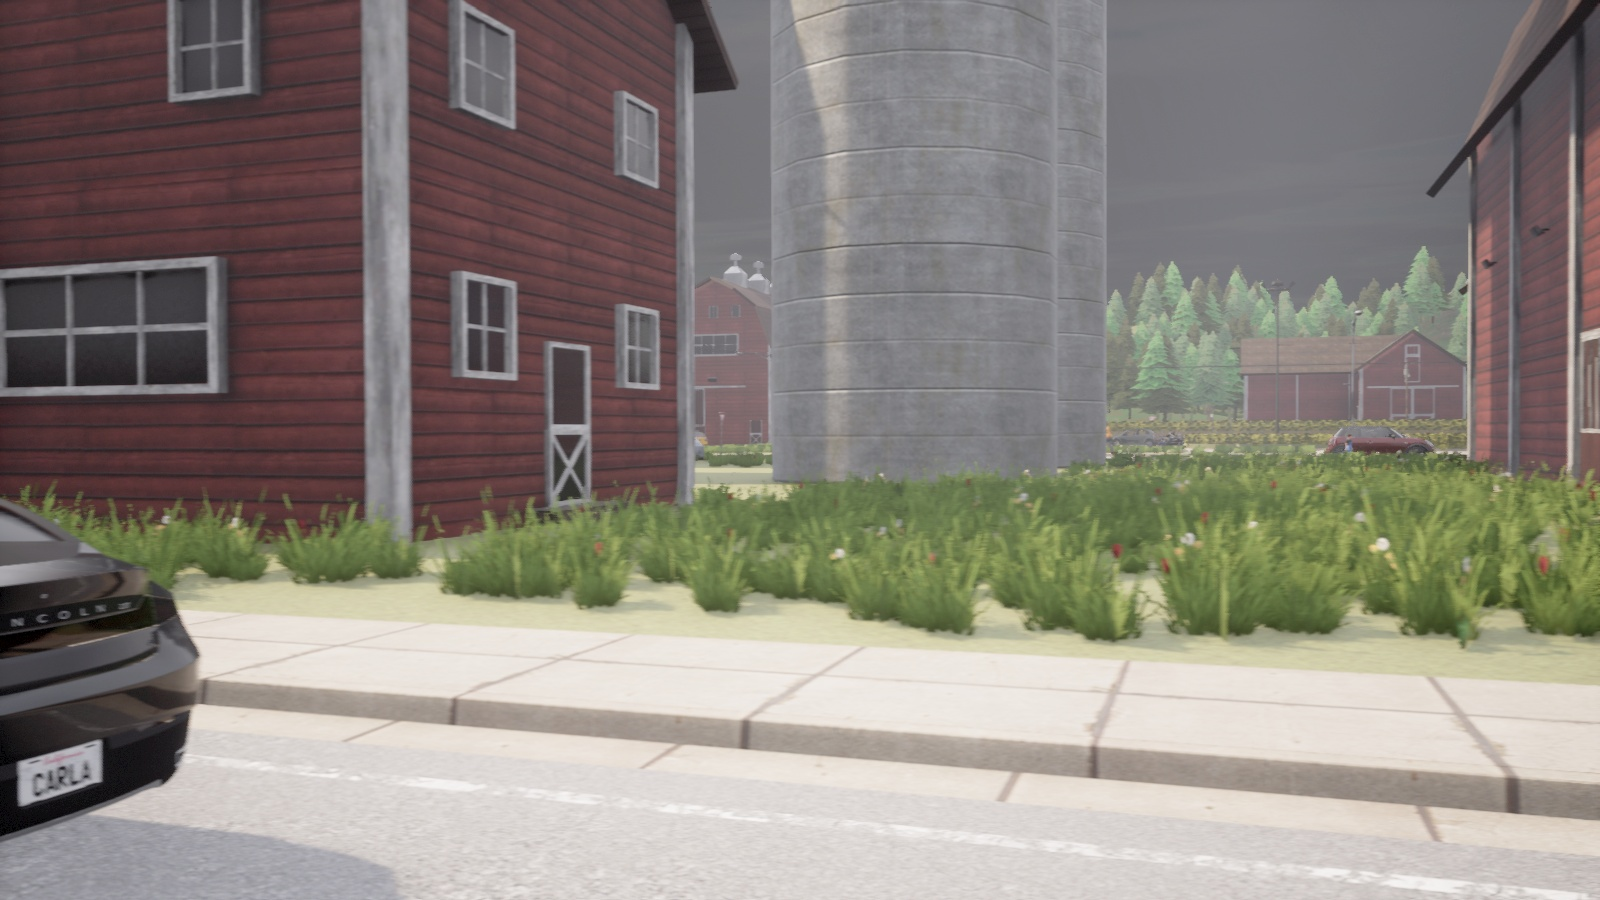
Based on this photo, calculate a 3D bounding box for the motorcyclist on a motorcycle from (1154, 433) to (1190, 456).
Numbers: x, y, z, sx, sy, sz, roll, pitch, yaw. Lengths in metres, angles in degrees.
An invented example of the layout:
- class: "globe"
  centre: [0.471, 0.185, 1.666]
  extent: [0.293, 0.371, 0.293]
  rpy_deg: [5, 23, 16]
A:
- class: "motorcyclist on a motorcycle"
  centre: [25.511, -0.395, 86.142]
  extent: [0.866, 1.530, 2.191]
  rpy_deg: [0, 1, -39]

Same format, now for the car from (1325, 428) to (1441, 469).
- class: "car"
  centre: [26.388, -0.102, 56.990]
  extent: [4.553, 1.767, 2.097]
  rpy_deg: [1, 1, 19]

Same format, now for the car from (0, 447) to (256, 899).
- class: "car"
  centre: [-4.724, 0.737, 4.783]
  extent: [4.892, 1.490, 1.837]
  rpy_deg: [1, 1, 19]
